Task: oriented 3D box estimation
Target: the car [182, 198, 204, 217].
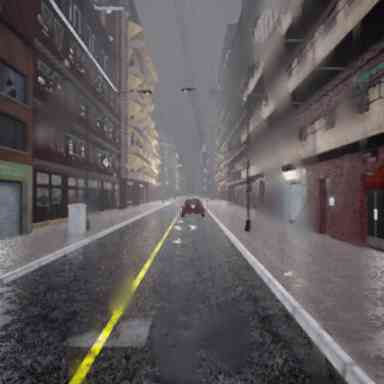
[{"bbox_3d":[0.093,1.372,32.118,2.097,1.767,4.553,0,0,0],"label":"car"}]
